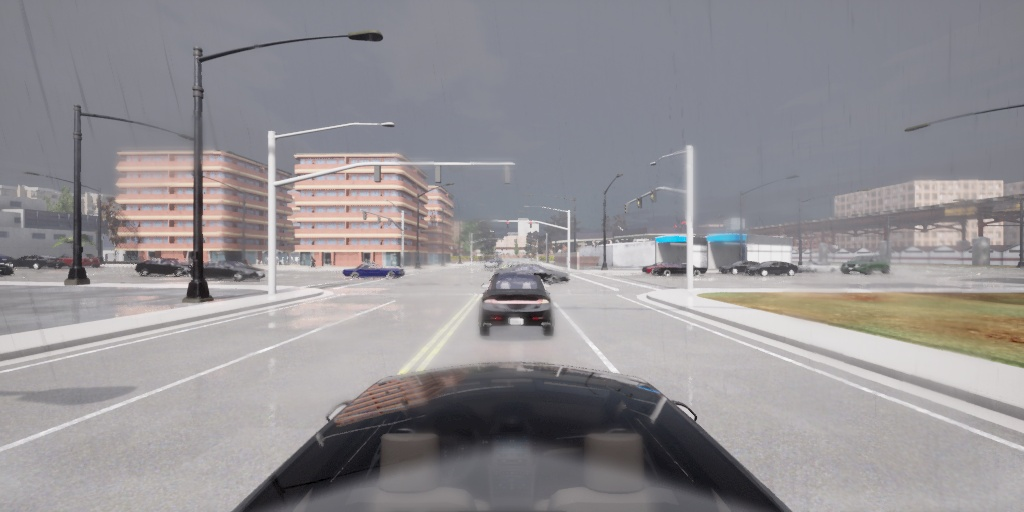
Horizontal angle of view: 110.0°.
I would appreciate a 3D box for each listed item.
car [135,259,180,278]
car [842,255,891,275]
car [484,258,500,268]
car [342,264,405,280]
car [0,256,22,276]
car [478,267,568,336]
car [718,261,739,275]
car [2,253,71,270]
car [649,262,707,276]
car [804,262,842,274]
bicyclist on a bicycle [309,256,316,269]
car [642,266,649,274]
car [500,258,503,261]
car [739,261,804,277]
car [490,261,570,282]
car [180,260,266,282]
[{"bbox_3d":[-28.752,0.997,30.213,4.902,1.511,2.128,1,0,1],"label":"car"},{"bbox_3d":[38.017,0.969,38.485,5.566,2.045,2.150,0,0,-21],"label":"car"},{"bbox_3d":[-3.347,1.351,55.931,1.895,1.301,4.718,0,0,0],"label":"car"},{"bbox_3d":[-11.473,1.298,30.081,4.718,1.301,1.895,0,0,-5],"label":"car"},{"bbox_3d":[-40.498,0.866,27.007,4.181,1.385,1.994,1,0,1],"label":"car"},{"bbox_3d":[0.117,1.242,10.365,2.128,1.511,4.902,0,0,0],"label":"car"},{"bbox_3d":[25.201,1.255,39.290,4.892,1.490,1.837,0,0,-5],"label":"car"},{"bbox_3d":[-50.395,0.628,37.891,4.892,1.490,1.837,1,0,2],"label":"car"},{"bbox_3d":[16.619,1.351,35.681,4.718,1.301,1.895,0,0,0],"label":"car"},{"bbox_3d":[34.865,1.351,41.067,4.718,1.301,1.895,0,0,-19],"label":"car"},{"bbox_3d":[-25.949,0.844,46.637,0.582,1.620,1.656,1,0,1],"label":"bicyclist on a bicycle"},{"bbox_3d":[16.456,1.314,39.209,4.181,1.385,1.994,0,0,1],"label":"car"},{"bbox_3d":[-3.271,1.241,65.186,2.128,1.511,4.902,0,0,1],"label":"car"},{"bbox_3d":[25.897,1.255,35.838,4.892,1.490,1.837,0,0,-5],"label":"car"},{"bbox_3d":[1.370,1.279,25.476,5.357,1.411,2.033,0,1,4],"label":"car"},{"bbox_3d":[-20.960,1.107,26.520,4.902,1.511,2.128,1,0,1],"label":"car"}]
